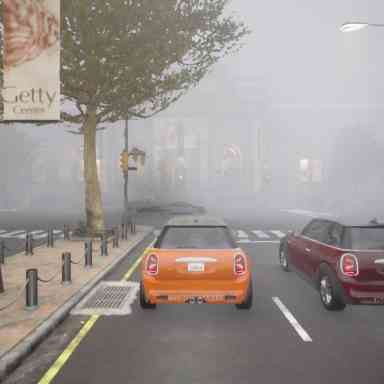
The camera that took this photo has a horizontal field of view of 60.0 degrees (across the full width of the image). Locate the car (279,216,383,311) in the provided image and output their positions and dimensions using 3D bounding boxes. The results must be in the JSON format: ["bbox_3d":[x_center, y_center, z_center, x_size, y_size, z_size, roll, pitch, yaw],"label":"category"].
[{"bbox_3d":[3.585,1.352,7.933,2.097,1.767,4.553,0,0,0],"label":"car"}]

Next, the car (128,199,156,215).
[{"bbox_3d":[-4.197,1.491,33.058,4.902,1.511,2.128,0,0,0],"label":"car"}]

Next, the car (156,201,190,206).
[{"bbox_3d":[-0.791,1.564,29.541,4.181,1.385,1.994,0,0,0],"label":"car"}]

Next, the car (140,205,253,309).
[{"bbox_3d":[0.086,1.352,8.030,2.097,1.767,4.553,0,0,0],"label":"car"}]
